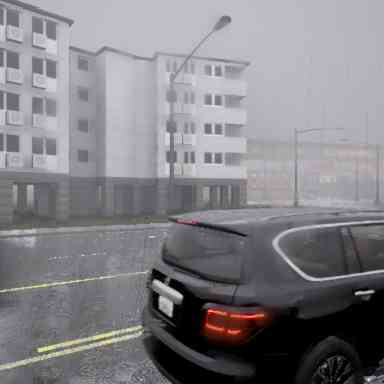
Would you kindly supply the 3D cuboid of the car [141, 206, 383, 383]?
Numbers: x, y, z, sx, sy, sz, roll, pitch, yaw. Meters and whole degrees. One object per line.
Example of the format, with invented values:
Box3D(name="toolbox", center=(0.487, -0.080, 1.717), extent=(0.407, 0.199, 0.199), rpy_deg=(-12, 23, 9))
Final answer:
Box3D(name="car", center=(2.072, 1.223, 4.633), extent=(5.566, 2.045, 2.150), rpy_deg=(0, 0, -29))
